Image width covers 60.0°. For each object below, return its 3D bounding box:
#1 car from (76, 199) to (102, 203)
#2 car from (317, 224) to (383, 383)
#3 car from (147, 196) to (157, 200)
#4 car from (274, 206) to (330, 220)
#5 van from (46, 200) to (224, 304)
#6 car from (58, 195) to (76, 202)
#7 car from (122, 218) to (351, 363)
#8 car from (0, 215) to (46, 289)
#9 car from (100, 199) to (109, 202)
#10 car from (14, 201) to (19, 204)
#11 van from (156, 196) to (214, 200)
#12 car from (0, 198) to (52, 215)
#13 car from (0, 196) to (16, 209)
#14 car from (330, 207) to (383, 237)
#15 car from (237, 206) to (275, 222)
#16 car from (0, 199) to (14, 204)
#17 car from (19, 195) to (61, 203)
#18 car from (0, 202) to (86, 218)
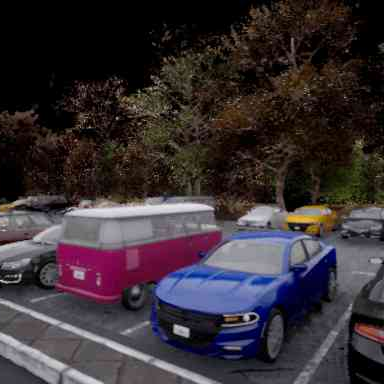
[{"bbox_3d":[-6.962,1.566,28.424,2.097,1.535,5.008,0,0,36],"label":"car"},{"bbox_3d":[3.575,1.518,4.692,2.097,1.535,5.008,0,0,36],"label":"car"},{"bbox_3d":[-2.359,1.303,25.074,2.435,2.045,5.566,0,0,36],"label":"car"},{"bbox_3d":[6.695,1.530,18.583,2.097,1.535,5.008,0,0,36],"label":"car"},{"bbox_3d":[-0.868,1.306,8.048,1.878,1.987,4.442,0,0,36],"label":"van"},{"bbox_3d":[-9.199,1.441,30.083,2.185,1.767,4.553,0,0,36],"label":"car"},{"bbox_3d":[1.324,1.525,6.329,2.097,1.535,5.008,0,0,36],"label":"car"},{"bbox_3d":[-3.190,1.539,9.587,2.231,1.521,4.892,0,0,36],"label":"car"},{"bbox_3d":[-4.492,1.557,26.877,1.946,1.575,5.366,0,0,36],"label":"car"},{"bbox_3d":[-16.003,1.520,34.961,2.097,1.535,5.008,1,0,36],"label":"car"},{"bbox_3d":[-0.152,1.322,23.373,1.878,1.987,4.442,0,0,36],"label":"van"},{"bbox_3d":[-18.376,1.485,36.438,1.946,1.575,5.366,1,1,36],"label":"car"},{"bbox_3d":[-24.948,1.345,41.401,2.231,1.521,4.892,2,1,36],"label":"car"},{"bbox_3d":[8.954,1.524,16.954,2.231,1.521,4.892,0,0,36],"label":"car"},{"bbox_3d":[4.435,1.577,20.210,2.002,1.452,4.674,0,0,36],"label":"car"},{"bbox_3d":[-12.205,1.310,16.119,2.435,2.045,5.566,0,0,36],"label":"car"},{"bbox_3d":[-13.726,1.292,33.346,2.435,2.045,5.566,1,0,36],"label":"car"},{"bbox_3d":[-5.571,1.419,11.258,2.185,1.767,4.553,0,0,36],"label":"car"}]
